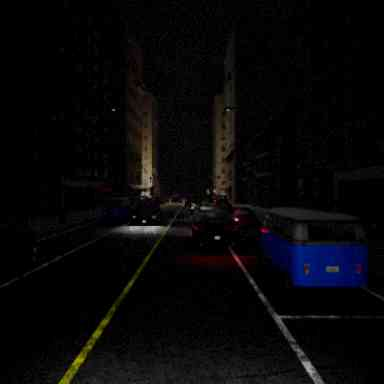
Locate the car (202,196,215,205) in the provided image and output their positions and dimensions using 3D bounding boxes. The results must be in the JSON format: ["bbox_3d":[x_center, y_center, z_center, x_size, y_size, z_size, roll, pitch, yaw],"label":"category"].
[{"bbox_3d":[2.862,1.491,58.114,2.008,1.369,4.403,0,0,0],"label":"car"}]

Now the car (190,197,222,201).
[{"bbox_3d":[0.903,1.427,24.470,1.801,1.575,5.366,0,0,0],"label":"car"}]

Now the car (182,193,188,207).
[{"bbox_3d":[0.007,1.298,49.687,2.097,1.767,4.553,0,0,0],"label":"car"}]

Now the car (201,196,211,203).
[{"bbox_3d":[2.864,1.499,69.117,1.947,1.339,4.313,0,0,0],"label":"car"}]

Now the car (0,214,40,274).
[{"bbox_3d":[-5.669,1.430,8.603,1.967,1.590,4.097,0,0,0],"label":"car"}]

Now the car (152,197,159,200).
[{"bbox_3d":[-5.665,1.520,41.611,1.947,1.339,4.313,0,0,0],"label":"car"}]

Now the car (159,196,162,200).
[{"bbox_3d":[-5.664,1.531,47.113,1.802,1.307,4.206,0,0,0],"label":"car"}]

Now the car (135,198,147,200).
[{"bbox_3d":[-5.666,1.516,30.608,2.008,1.369,4.403,0,0,0],"label":"car"}]

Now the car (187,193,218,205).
[{"bbox_3d":[0.903,1.190,30.310,2.150,2.045,5.566,0,0,0],"label":"car"}]

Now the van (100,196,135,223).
[{"bbox_3d":[-5.667,1.312,25.108,1.690,1.788,3.998,0,0,0],"label":"van"}]

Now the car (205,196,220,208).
[{"bbox_3d":[2.861,1.389,47.111,1.967,1.590,4.097,0,0,0],"label":"car"}]

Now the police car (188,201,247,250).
[{"bbox_3d":[0.902,1.408,14.390,1.930,1.638,5.238,0,0,0],"label":"police car"}]

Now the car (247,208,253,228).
[{"bbox_3d":[2.858,1.559,19.605,1.802,1.307,4.206,0,0,0],"label":"car"}]

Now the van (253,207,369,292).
[{"bbox_3d":[2.857,1.331,8.602,1.690,1.788,3.998,0,0,0],"label":"van"}]

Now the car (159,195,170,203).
[{"bbox_3d":[-5.662,1.373,69.118,1.967,1.590,4.097,0,0,0],"label":"car"}]

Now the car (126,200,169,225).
[{"bbox_3d":[-3.095,1.519,24.132,2.033,1.411,5.357,0,0,0],"label":"car"}]

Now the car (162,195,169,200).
[{"bbox_3d":[-5.663,1.507,58.115,1.947,1.339,4.313,0,0,0],"label":"car"}]

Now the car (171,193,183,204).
[{"bbox_3d":[-3.003,1.483,64.640,2.033,1.411,5.357,0,0,0],"label":"car"}]

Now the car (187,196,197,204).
[{"bbox_3d":[0.007,1.500,64.621,1.994,1.385,4.181,0,0,0],"label":"car"}]

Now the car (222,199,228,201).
[{"bbox_3d":[2.860,1.547,30.607,1.802,1.307,4.206,0,0,0],"label":"car"}]

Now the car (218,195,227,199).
[{"bbox_3d":[2.860,1.274,36.108,2.192,1.841,5.009,0,0,0],"label":"car"}]

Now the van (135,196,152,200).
[{"bbox_3d":[-5.666,1.300,36.109,1.690,1.788,3.998,0,0,0],"label":"van"}]
